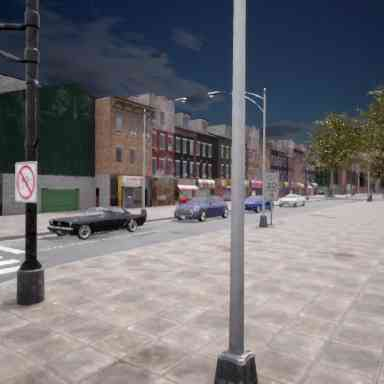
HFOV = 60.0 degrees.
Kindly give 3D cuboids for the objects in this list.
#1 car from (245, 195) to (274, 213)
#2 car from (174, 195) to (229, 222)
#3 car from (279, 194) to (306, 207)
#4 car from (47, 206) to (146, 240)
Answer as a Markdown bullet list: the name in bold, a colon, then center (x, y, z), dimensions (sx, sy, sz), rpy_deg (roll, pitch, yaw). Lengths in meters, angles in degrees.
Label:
- **car**: center (5.992, 1.049, 30.906), dimensions (1.882, 1.535, 5.008), rpy_deg (1, 1, 35)
- **car**: center (0.725, 1.038, 23.530), dimensions (2.097, 1.767, 4.553), rpy_deg (1, 1, 35)
- **car**: center (11.822, 0.979, 39.040), dimensions (1.812, 1.442, 4.674), rpy_deg (1, 1, 36)
- **car**: center (-4.487, 1.408, 16.229), dimensions (1.895, 1.301, 4.718), rpy_deg (1, 1, 35)
